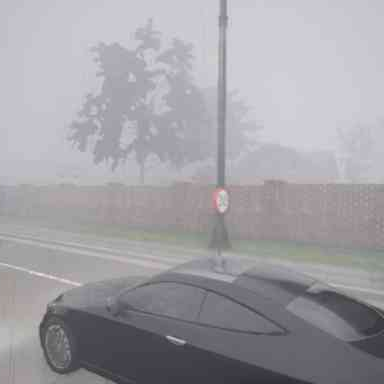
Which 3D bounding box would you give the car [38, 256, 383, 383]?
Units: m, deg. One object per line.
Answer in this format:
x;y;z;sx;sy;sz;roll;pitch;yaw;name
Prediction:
0.132;1.522;3.899;4.674;1.442;1.812;0;0;35;car
